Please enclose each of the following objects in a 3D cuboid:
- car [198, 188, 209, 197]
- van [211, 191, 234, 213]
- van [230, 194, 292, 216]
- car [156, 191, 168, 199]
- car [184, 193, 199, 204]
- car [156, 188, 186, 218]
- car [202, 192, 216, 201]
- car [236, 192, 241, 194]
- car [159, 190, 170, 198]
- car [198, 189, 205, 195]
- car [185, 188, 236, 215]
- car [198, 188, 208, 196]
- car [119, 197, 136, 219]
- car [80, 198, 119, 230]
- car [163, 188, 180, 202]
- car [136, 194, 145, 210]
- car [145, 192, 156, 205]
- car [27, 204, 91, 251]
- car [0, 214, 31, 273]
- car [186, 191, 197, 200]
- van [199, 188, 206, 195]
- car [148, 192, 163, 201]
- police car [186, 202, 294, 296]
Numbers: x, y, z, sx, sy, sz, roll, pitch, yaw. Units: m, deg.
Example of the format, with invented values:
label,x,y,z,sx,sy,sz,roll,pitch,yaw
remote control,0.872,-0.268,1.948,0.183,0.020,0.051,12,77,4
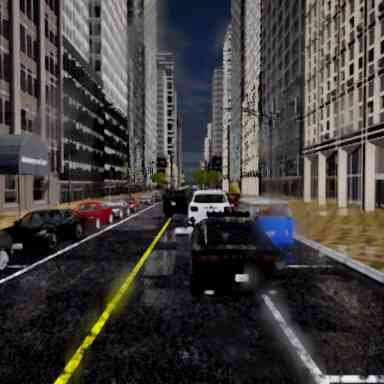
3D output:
label,x,y,z,sx,sy,sz,roll,pitch,yaw
car,2.615,0.101,75.560,2.192,1.841,5.009,-1,1,0
van,2.653,0.857,30.097,1.690,1.788,3.998,-1,1,0
van,2.668,1.130,13.048,1.690,1.788,3.998,-1,1,0
car,-5.754,0.551,64.191,1.802,1.307,4.206,-1,1,0
car,-0.026,0.830,45.672,1.994,1.385,4.181,0,1,1
car,-0.165,0.821,24.773,2.150,2.045,5.566,0,1,24
car,2.636,0.702,52.831,2.008,1.369,4.403,-1,1,0
car,2.658,0.922,24.413,2.192,1.841,5.009,-1,1,0
car,-5.760,0.318,69.871,1.967,1.590,4.097,-1,1,0
car,2.602,-0.050,92.610,1.967,1.590,4.097,-1,1,0
car,0.883,0.927,18.421,2.150,2.045,5.566,0,1,0
car,2.610,0.009,81.243,2.192,1.841,5.009,-1,1,0
car,-5.721,1.158,24.410,2.008,1.369,4.403,-1,1,0
car,-5.715,1.243,18.727,1.887,1.381,4.507,-1,1,0
car,-3.057,0.427,49.804,2.150,2.045,5.566,0,1,0
car,-5.725,1.098,30.094,1.802,1.307,4.206,-1,1,0
car,-5.735,0.885,41.459,2.008,1.369,4.403,-1,1,0
car,-5.711,1.355,13.045,1.947,1.339,4.313,-1,1,0
car,-5.706,1.431,7.361,2.008,1.369,4.403,-1,1,0
car,-0.052,0.571,59.400,1.812,1.442,4.674,0,1,0
van,2.606,-0.057,86.926,1.690,1.788,3.998,-1,1,0
car,-5.744,0.703,52.824,2.008,1.369,4.403,-1,1,0
police car,0.890,1.287,8.504,1.930,1.638,5.238,0,1,0
